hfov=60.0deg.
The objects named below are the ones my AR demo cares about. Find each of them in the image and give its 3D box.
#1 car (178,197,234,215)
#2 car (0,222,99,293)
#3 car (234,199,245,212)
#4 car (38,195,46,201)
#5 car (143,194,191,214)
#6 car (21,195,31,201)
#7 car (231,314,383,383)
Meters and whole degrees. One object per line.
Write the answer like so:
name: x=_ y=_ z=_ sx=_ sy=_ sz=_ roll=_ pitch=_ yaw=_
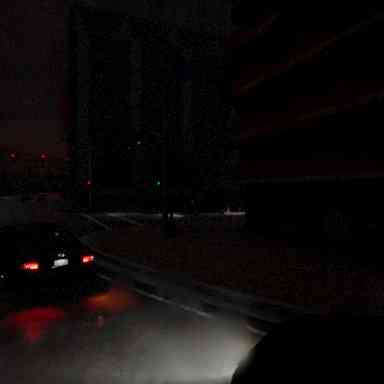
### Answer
car: x=1.464 y=1.556 z=34.357 sx=4.892 sy=1.490 sz=1.837 roll=0 pitch=0 yaw=-23
car: x=-4.351 y=1.546 z=9.033 sx=2.033 sy=1.411 sz=5.357 roll=0 pitch=0 yaw=-39
car: x=6.624 y=1.556 z=40.289 sx=4.892 sy=1.490 sz=1.837 roll=0 pitch=0 yaw=-23
car: x=-37.089 y=1.523 z=82.302 sx=2.033 sy=1.411 sz=5.357 roll=0 pitch=0 yaw=-23
car: x=-2.526 y=1.272 z=36.489 sx=5.566 sy=2.045 sz=2.150 roll=0 pitch=0 yaw=-23
car: x=-40.176 y=1.508 z=80.618 sx=2.128 sy=1.511 sz=4.902 roll=0 pitch=0 yaw=-23
car: x=2.873 y=1.548 z=2.017 sx=5.357 sy=1.411 sz=2.033 roll=0 pitch=0 yaw=35
